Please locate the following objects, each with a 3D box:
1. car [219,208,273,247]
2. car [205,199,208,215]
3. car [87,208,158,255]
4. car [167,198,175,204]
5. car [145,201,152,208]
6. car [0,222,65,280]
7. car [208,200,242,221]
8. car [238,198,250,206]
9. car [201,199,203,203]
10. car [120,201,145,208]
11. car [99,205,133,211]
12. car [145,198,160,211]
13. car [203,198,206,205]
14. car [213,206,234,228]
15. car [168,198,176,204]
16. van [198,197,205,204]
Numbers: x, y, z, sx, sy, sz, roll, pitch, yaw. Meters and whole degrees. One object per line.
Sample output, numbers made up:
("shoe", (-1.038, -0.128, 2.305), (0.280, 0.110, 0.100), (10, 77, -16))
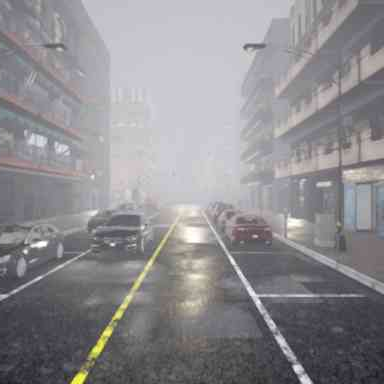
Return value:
("car", (2.566, 1.685, 15.721), (1.887, 1.381, 4.507), (0, -1, 0))
("car", (2.568, 1.726, 32.503), (1.967, 1.590, 4.097), (0, 0, 0))
("car", (-2.764, 1.633, 14.074), (1.837, 1.490, 4.892), (0, -1, 0))
("car", (-5.272, 2.282, 81.895), (1.802, 1.307, 4.206), (0, 0, 0))
("car", (-5.312, 1.867, 32.503), (1.802, 1.307, 4.206), (0, 0, 0))
("car", (-5.316, 1.641, 10.127), (2.008, 1.369, 4.403), (0, -1, 0))
("car", (2.567, 1.678, 26.909), (1.967, 1.590, 4.097), (0, 0, 0))
("car", (10.858, 1.911, 62.889), (4.892, 1.490, 1.837), (-1, 0, -1))
("car", (2.569, 1.926, 43.691), (1.887, 1.381, 4.507), (0, 0, 0))
("car", (-5.313, 1.677, 26.910), (1.967, 1.590, 4.097), (0, 0, 0))
("car", (-5.314, 1.754, 21.315), (1.947, 1.339, 4.313), (0, 0, 0))
("car", (-5.311, 1.696, 43.694), (2.192, 1.841, 5.009), (0, 0, 0))
("car", (2.569, 1.774, 38.098), (1.967, 1.590, 4.097), (0, 0, 0))
("car", (2.567, 1.771, 21.314), (1.802, 1.307, 4.206), (0, 0, 0))
("car", (-5.272, 2.290, 87.483), (1.887, 1.381, 4.507), (0, 0, 0))
("van", (2.574, 2.040, 81.734), (1.690, 1.788, 3.998), (0, 0, 0))
